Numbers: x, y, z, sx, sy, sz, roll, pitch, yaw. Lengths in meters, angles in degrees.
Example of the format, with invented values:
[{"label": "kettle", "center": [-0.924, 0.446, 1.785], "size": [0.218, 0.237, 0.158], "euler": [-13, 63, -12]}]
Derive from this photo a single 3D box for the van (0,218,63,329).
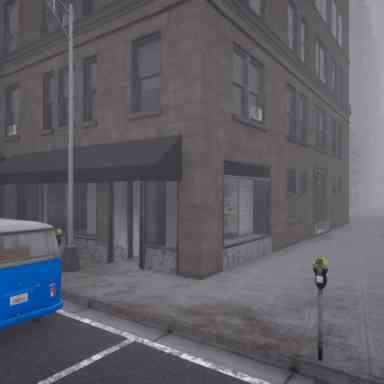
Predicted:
[{"label": "van", "center": [-4.055, 1.340, 5.973], "size": [3.998, 1.788, 1.690], "euler": [0, 0, 36]}]
